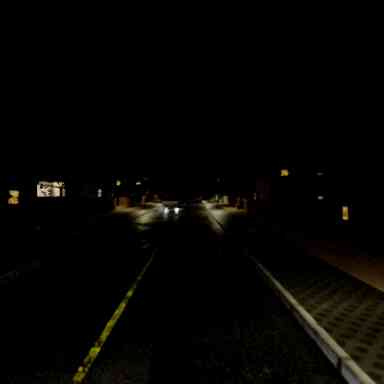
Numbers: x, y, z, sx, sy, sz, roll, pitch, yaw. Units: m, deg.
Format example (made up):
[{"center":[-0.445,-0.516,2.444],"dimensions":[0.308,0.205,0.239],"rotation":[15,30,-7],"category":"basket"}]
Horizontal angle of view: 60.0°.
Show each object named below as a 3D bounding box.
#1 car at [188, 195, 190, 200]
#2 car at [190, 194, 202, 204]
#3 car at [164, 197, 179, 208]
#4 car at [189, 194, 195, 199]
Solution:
[{"center":[-0.006,1.318,81.959],"dimensions":[1.994,1.385,4.181],"rotation":[0,0,0],"category":"car"},{"center":[0.957,1.418,64.196],"dimensions":[1.882,1.535,5.008],"rotation":[0,0,0],"category":"car"},{"center":[-2.835,1.492,46.505],"dimensions":[1.812,1.442,4.674],"rotation":[0,0,0],"category":"car"},{"center":[-0.007,1.267,94.478],"dimensions":[1.837,1.490,4.892],"rotation":[0,0,0],"category":"car"}]
